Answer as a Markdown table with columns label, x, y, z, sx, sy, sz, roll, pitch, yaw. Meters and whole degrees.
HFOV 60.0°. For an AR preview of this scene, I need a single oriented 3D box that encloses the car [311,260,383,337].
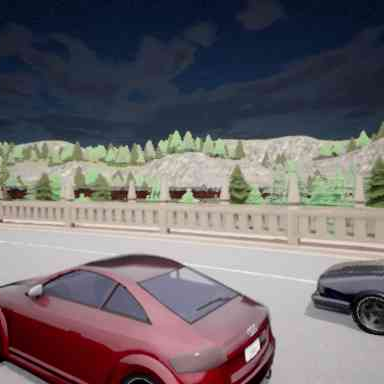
| label | x | y | z | sx | sy | sz | roll | pitch | yaw |
| --- | --- | --- | --- | --- | --- | --- | --- | --- | --- |
| car | 4.672 | 1.517 | 4.866 | 5.357 | 1.411 | 2.033 | 0 | 0 | 36 |

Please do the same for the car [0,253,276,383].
| label | x | y | z | sx | sy | sz | roll | pitch | yaw |
| --- | --- | --- | --- | --- | --- | --- | --- | --- | --- |
| car | -1.063 | 1.552 | 4.450 | 4.181 | 1.385 | 1.994 | 0 | 0 | 33 |
